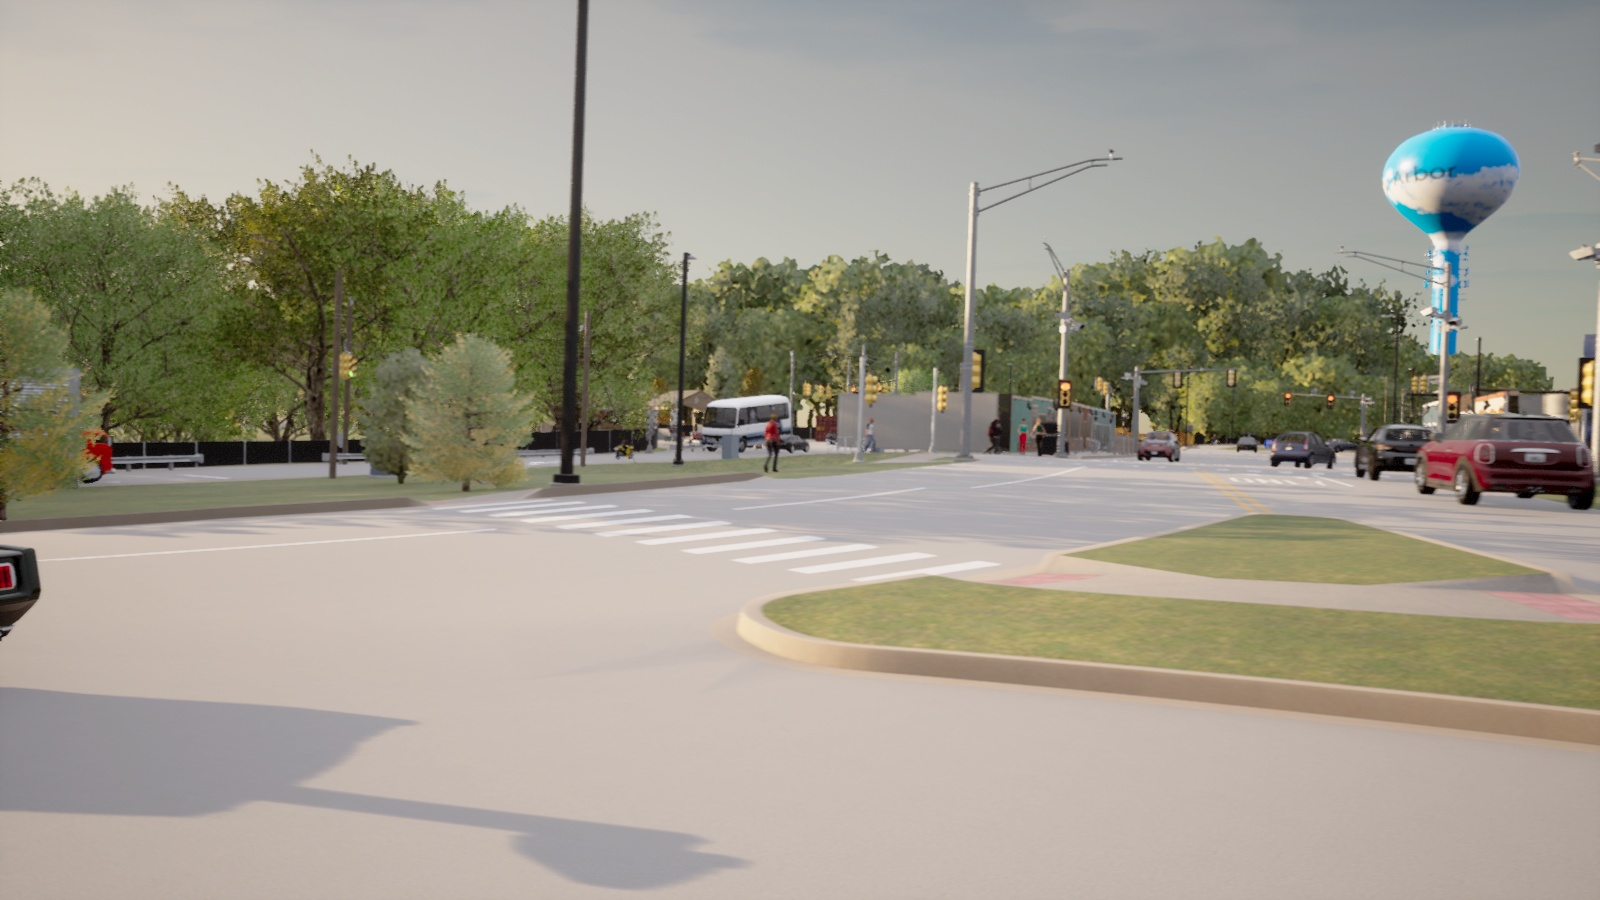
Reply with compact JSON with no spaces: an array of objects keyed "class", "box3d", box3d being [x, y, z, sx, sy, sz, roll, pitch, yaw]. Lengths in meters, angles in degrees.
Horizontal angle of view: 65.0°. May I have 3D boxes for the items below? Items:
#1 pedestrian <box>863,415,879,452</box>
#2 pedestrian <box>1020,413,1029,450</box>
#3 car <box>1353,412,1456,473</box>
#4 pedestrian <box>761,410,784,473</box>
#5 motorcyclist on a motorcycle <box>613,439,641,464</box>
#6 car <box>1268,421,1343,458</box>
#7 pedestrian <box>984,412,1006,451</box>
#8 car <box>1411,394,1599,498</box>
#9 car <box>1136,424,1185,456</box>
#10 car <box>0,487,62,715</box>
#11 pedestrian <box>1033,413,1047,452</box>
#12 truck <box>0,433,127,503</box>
[{"class":"pedestrian","box3d":[3.523,-0.813,62.290,0.706,1.836,0.354,1,0,21]},{"class":"pedestrian","box3d":[11.180,-0.898,62.559,0.345,1.836,0.594,1,0,8]},{"class":"car","box3d":[15.884,-0.221,33.209,1.816,1.474,4.193,1,1,17]},{"class":"pedestrian","box3d":[-0.809,-0.250,37.251,0.331,1.846,0.636,1,0,34]},{"class":"motorcyclist on a motorcycle","box3d":[-11.499,0.090,83.318,0.797,1.523,2.044,2,2,27]},{"class":"car","box3d":[22.619,-0.459,56.148,1.851,1.617,3.988,2,1,41]},{"class":"pedestrian","box3d":[9.244,-0.877,59.497,0.899,1.844,0.634,1,0,23]},{"class":"car","box3d":[13.354,-0.145,23.945,2.097,1.767,4.553,1,2,14]},{"class":"car","box3d":[17.661,-0.481,61.455,1.845,1.501,3.633,1,1,23]},{"class":"car","box3d":[-7.028,0.910,7.111,4.718,1.301,1.895,-1,0,7]},{"class":"pedestrian","box3d":[11.501,-0.832,60.135,0.345,1.836,0.594,1,0,-20]},{"class":"truck","box3d":[-29.584,0.614,49.067,2.627,2.467,5.204,2,2,27]}]
